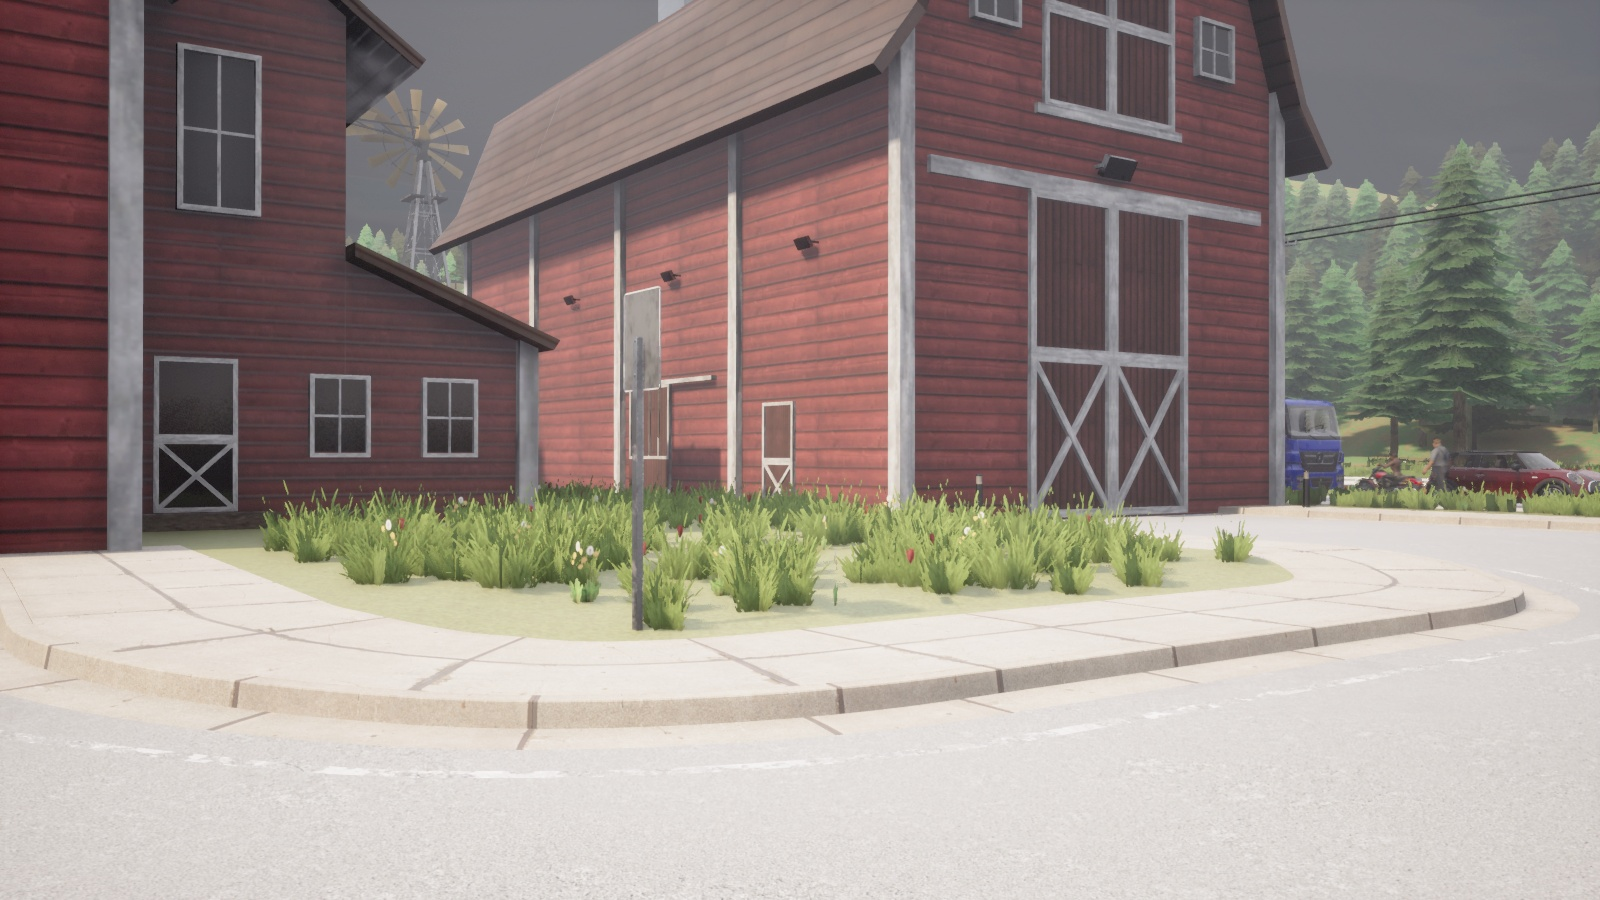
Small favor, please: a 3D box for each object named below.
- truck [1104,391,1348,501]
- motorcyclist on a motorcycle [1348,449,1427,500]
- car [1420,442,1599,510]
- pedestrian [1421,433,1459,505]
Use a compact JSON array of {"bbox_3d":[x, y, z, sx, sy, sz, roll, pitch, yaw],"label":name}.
[{"bbox_3d":[14.570,-0.108,43.665,2.891,3.462,7.936,0,0,-34],"label":"truck"},{"bbox_3d":[19.726,0.807,42.234,0.766,1.649,2.350,0,0,-34],"label":"motorcyclist on a motorcycle"},{"bbox_3d":[20.188,0.691,35.237,2.097,1.767,4.553,0,0,-34],"label":"car"},{"bbox_3d":[16.806,0.490,32.978,0.540,1.848,0.694,0,0,-30],"label":"pedestrian"}]
